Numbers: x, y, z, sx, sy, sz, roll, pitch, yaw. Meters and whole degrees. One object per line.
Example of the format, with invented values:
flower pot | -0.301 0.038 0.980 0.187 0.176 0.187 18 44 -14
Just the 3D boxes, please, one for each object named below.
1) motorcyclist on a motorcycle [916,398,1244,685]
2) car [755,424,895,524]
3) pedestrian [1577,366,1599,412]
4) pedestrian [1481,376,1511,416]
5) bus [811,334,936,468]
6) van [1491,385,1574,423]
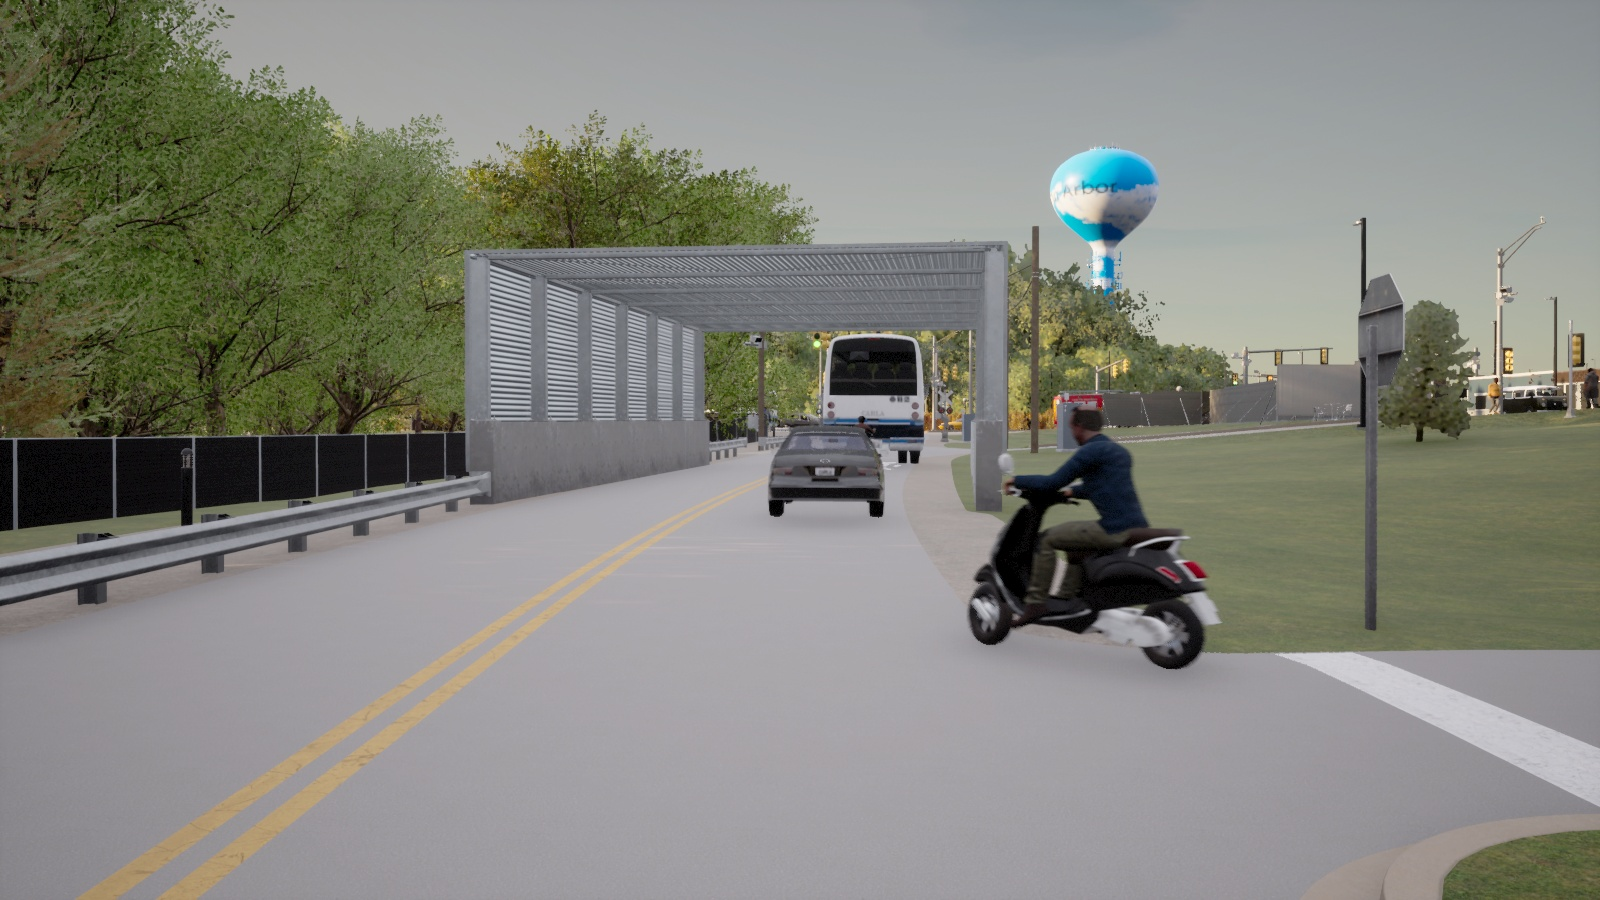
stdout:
motorcyclist on a motorcycle | 1.721 0.517 7.915 0.866 1.590 1.817 2 -2 -44
car | 0.475 0.296 20.963 2.033 1.411 5.357 1 1 2
pedestrian | 34.279 -2.618 54.413 0.659 1.952 0.873 0 0 -6
pedestrian | 33.271 -2.560 60.065 0.874 1.855 0.900 0 0 -6
bus | 2.837 -1.735 45.335 3.944 4.253 10.273 1 2 5
van | 41.824 -2.590 71.826 2.069 2.038 4.480 0 0 -1
